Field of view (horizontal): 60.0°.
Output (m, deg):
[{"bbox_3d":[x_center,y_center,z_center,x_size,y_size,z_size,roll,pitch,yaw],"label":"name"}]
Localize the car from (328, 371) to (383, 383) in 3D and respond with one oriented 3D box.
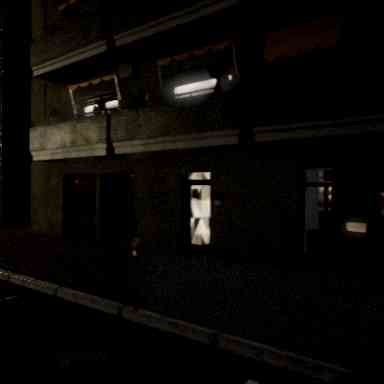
[{"bbox_3d":[2.417,1.569,1.142,4.313,1.339,1.947,0,1,36],"label":"car"}]
